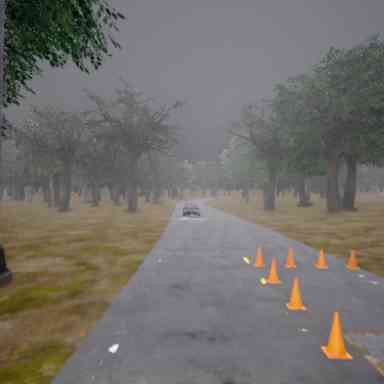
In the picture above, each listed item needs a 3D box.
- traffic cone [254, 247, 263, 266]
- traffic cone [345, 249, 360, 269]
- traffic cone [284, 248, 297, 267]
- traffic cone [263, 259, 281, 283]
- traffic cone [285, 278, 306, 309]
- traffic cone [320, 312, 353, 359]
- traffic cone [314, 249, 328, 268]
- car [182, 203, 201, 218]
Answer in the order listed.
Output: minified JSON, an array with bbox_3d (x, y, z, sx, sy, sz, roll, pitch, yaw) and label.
[{"bbox_3d":[2.195,2.091,10.819,0.340,0.580,0.340,1,0,1],"label":"traffic cone"},{"bbox_3d":[5.193,2.157,10.767,0.340,0.580,0.340,1,0,1],"label":"traffic cone"},{"bbox_3d":[3.194,2.113,10.802,0.340,0.580,0.340,1,0,1],"label":"traffic cone"},{"bbox_3d":[2.160,2.073,8.819,0.340,0.580,0.340,1,0,1],"label":"traffic cone"},{"bbox_3d":[2.126,2.056,6.819,0.340,0.580,0.340,1,0,1],"label":"traffic cone"},{"bbox_3d":[2.091,2.040,4.820,0.340,0.580,0.340,1,0,1],"label":"traffic cone"},{"bbox_3d":[4.194,2.135,10.784,0.340,0.580,0.340,1,0,1],"label":"traffic cone"},{"bbox_3d":[-0.107,1.869,34.902,2.033,1.411,5.357,1,-1,-2],"label":"car"}]
